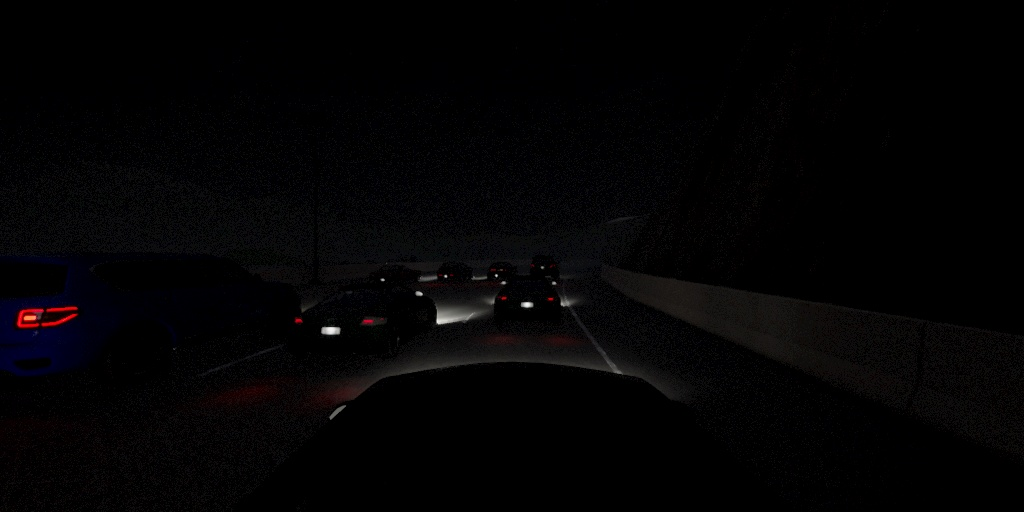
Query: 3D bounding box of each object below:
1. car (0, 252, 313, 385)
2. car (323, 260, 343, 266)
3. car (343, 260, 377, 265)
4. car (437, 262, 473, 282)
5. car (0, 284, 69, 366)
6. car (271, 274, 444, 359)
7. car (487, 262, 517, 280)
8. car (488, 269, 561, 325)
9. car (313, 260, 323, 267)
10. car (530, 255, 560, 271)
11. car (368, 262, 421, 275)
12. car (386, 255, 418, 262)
[{"bbox_3d":[-6.732,0.954,7.129,2.150,2.045,5.566,0,0,2],"label":"car"},{"bbox_3d":[-22.235,1.253,47.392,1.994,1.385,4.181,0,0,15],"label":"car"},{"bbox_3d":[-18.962,1.223,46.128,1.812,1.442,4.674,0,0,15],"label":"car"},{"bbox_3d":[-4.502,1.241,28.847,1.837,1.490,4.892,0,0,9],"label":"car"},{"bbox_3d":[-10.270,1.287,5.408,1.994,1.385,4.181,0,0,1],"label":"car"},{"bbox_3d":[-3.153,1.305,8.411,1.994,1.385,4.181,0,0,2],"label":"car"},{"bbox_3d":[-0.775,1.250,29.863,1.837,1.490,4.892,0,0,10],"label":"car"},{"bbox_3d":[0.552,1.314,11.877,1.994,1.385,4.181,0,0,4],"label":"car"},{"bbox_3d":[-25.564,1.244,48.503,1.994,1.385,4.181,0,0,15],"label":"car"},{"bbox_3d":[2.818,0.976,30.202,2.150,2.045,5.566,0,0,10],"label":"car"},{"bbox_3d":[-8.434,1.327,26.459,1.895,1.301,4.718,0,0,8],"label":"car"},{"bbox_3d":[-14.774,0.932,48.357,2.150,2.045,5.566,0,0,15],"label":"car"}]
